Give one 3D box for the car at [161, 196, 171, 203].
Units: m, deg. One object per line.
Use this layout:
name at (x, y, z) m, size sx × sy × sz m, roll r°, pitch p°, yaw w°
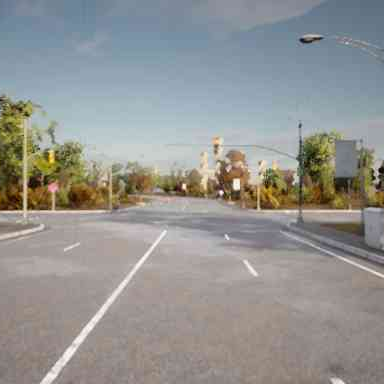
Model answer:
car at (-6.368, 1.697, 81.645) m, size 2.097 × 1.767 × 4.553 m, roll 0°, pitch 0°, yaw 0°
